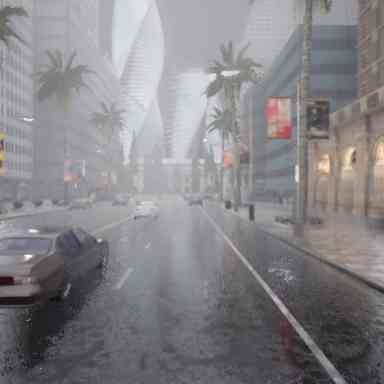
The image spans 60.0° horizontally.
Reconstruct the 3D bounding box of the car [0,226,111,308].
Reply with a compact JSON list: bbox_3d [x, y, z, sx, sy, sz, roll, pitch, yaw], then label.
[{"bbox_3d":[-3.480,1.544,8.150,2.033,1.411,5.357,0,0,0],"label":"car"}]

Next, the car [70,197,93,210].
[{"bbox_3d":[-14.050,1.465,42.557,2.231,1.521,4.892,0,0,-1],"label":"car"}]

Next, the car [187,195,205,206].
[{"bbox_3d":[0.602,1.336,54.372,2.097,1.767,4.553,0,0,-1],"label":"car"}]

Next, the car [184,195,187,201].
[{"bbox_3d":[-0.550,1.318,72.666,1.812,1.442,4.674,0,0,10],"label":"car"}]

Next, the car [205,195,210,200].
[{"bbox_3d":[3.298,1.344,84.698,1.994,1.385,4.181,0,0,32],"label":"car"}]

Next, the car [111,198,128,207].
[{"bbox_3d":[-11.146,1.546,51.513,1.994,1.385,4.181,0,0,0],"label":"car"}]

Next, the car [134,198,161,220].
[{"bbox_3d":[-3.689,1.517,27.933,1.812,1.442,4.674,0,0,-1],"label":"car"}]
